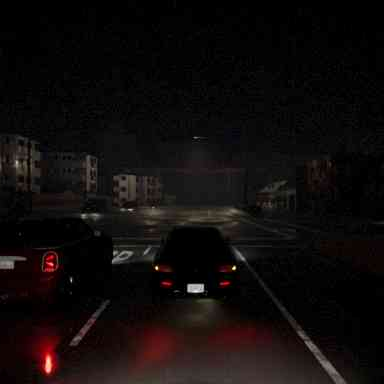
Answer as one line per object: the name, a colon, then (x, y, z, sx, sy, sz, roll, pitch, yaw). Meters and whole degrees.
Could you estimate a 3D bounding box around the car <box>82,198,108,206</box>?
car: (-13.447, 1.876, 46.299, 2.150, 2.045, 5.566, 0, -1, 3)

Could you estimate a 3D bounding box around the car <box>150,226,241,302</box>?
car: (0.075, 1.558, 8.210, 1.812, 1.442, 4.674, 0, 0, 0)

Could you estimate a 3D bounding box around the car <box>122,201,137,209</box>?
car: (-12.144, 2.494, 65.015, 1.882, 1.535, 5.008, 0, -1, 7)

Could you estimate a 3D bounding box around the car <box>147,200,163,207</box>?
car: (-8.460, 2.748, 77.065, 1.837, 1.490, 4.892, -1, -1, 25)

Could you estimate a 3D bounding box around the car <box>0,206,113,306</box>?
car: (-3.432, 1.385, 8.280, 2.097, 1.767, 4.553, 0, 0, 0)
